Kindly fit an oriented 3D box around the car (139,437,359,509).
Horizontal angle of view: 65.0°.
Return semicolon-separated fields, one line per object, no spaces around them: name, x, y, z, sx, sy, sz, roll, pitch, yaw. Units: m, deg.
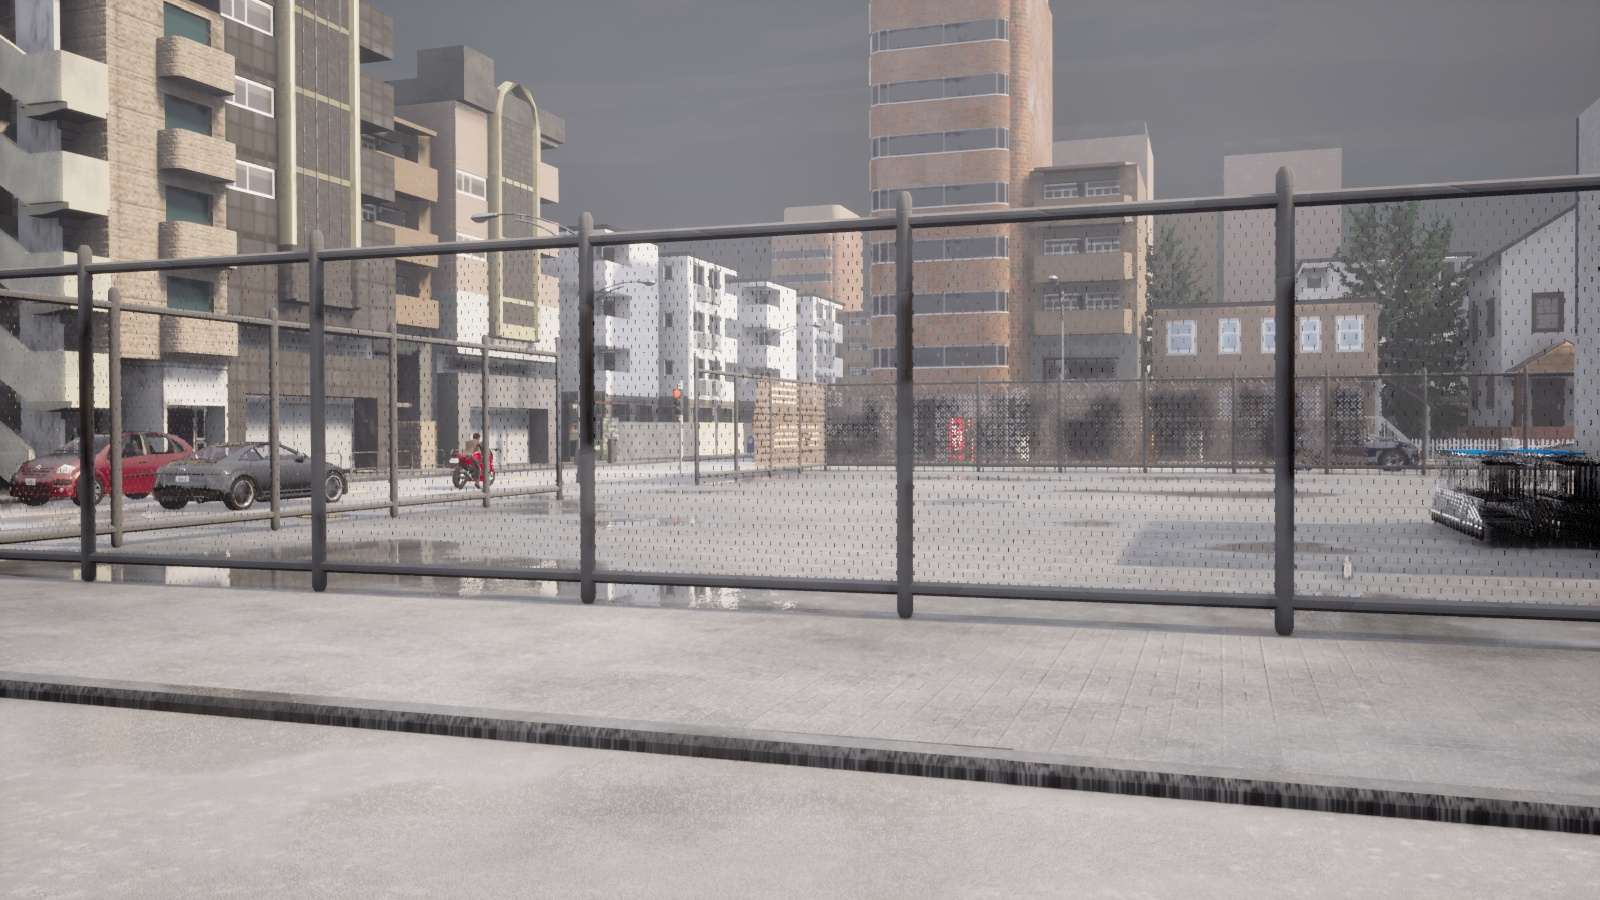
car;-11.558;0.420;26.662;1.994;1.385;4.181;1;1;18

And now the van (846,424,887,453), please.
van;4.679;-0.807;87.688;1.775;1.987;4.442;1;1;19

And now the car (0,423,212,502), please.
car;-15.348;0.220;27.950;1.851;1.617;3.988;1;1;18

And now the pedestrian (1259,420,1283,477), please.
pedestrian;15.290;-0.060;40.795;0.703;1.840;0.431;1;1;21

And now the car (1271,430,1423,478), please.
car;19.504;0.109;44.994;4.856;1.649;2.033;1;1;20

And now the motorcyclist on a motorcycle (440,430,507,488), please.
motorcyclist on a motorcycle;-8.945;0.223;34.468;0.797;1.523;2.044;1;1;19

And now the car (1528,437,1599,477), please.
car;29.785;0.254;45.737;5.357;1.411;2.033;1;1;19

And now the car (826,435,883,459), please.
car;3.117;-0.191;70.534;1.895;1.301;4.718;1;1;19
